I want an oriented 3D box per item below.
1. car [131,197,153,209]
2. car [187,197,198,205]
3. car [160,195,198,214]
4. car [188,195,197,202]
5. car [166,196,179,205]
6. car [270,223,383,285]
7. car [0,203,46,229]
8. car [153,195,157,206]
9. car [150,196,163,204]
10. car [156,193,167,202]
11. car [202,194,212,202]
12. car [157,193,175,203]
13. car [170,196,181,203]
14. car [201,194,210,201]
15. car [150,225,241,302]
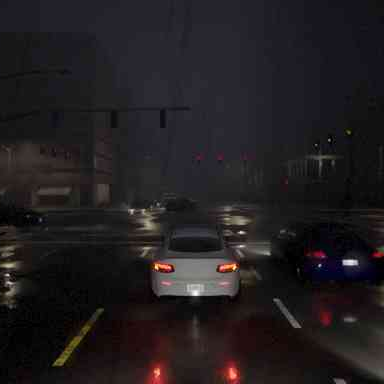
[{"bbox_3d":[-7.082,1.478,46.101,1.882,1.535,5.008,0,0,1],"label":"car"},{"bbox_3d":[0.147,1.601,60.505,1.895,1.301,4.718,0,0,0],"label":"car"},{"bbox_3d":[-1.126,1.431,35.478,1.882,1.535,5.008,1,0,22],"label":"car"},{"bbox_3d":[0.068,1.518,77.875,2.128,1.511,4.902,0,0,0],"label":"car"},{"bbox_3d":[-3.518,1.478,60.586,1.882,1.535,5.008,0,0,0],"label":"car"},{"bbox_3d":[3.587,1.564,9.531,1.994,1.385,4.181,0,0,0],"label":"car"},{"bbox_3d":[-11.821,1.455,21.450,4.902,1.511,2.128,1,0,15],"label":"car"},{"bbox_3d":[-7.038,1.547,55.865,2.033,1.411,5.357,0,0,0],"label":"car"},{"bbox_3d":[-6.977,1.564,65.821,1.994,1.385,4.181,0,0,1],"label":"car"},{"bbox_3d":[-6.934,1.225,76.512,2.150,2.045,5.566,0,0,0],"label":"car"},{"bbox_3d":[3.568,1.546,78.429,1.994,1.385,4.181,0,0,0],"label":"car"},{"bbox_3d":[-3.543,1.222,50.583,2.150,2.045,5.566,0,0,0],"label":"car"},{"bbox_3d":[-3.439,1.553,70.423,1.994,1.385,4.181,0,0,0],"label":"car"},{"bbox_3d":[3.576,1.316,86.954,2.097,1.767,4.553,0,0,0],"label":"car"},{"bbox_3d":[0.077,1.526,8.165,1.812,1.442,4.674,0,0,0],"label":"car"}]
